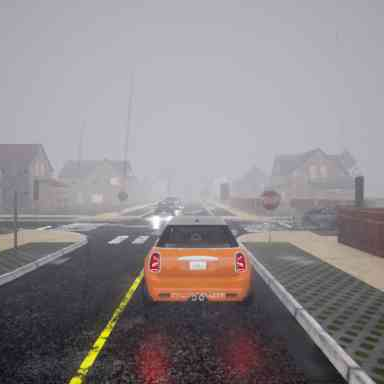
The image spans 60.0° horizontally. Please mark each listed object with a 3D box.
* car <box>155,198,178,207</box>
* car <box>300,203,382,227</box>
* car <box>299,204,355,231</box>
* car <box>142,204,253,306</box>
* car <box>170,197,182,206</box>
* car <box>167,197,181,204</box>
[{"bbox_3d":[-2.831,1.651,35.139,1.895,1.301,4.718,0,0,0],"label":"car"},{"bbox_3d":[10.265,1.579,23.101,4.892,1.490,1.837,0,0,-2],"label":"car"},{"bbox_3d":[9.092,1.568,20.256,4.902,1.511,2.128,0,0,2],"label":"car"},{"bbox_3d":[0.105,1.352,8.162,2.097,1.767,4.553,0,0,0],"label":"car"},{"bbox_3d":[-2.803,1.683,57.857,1.812,1.442,4.674,0,0,0],"label":"car"},{"bbox_3d":[-2.818,1.444,45.054,2.097,1.767,4.553,0,0,0],"label":"car"}]
